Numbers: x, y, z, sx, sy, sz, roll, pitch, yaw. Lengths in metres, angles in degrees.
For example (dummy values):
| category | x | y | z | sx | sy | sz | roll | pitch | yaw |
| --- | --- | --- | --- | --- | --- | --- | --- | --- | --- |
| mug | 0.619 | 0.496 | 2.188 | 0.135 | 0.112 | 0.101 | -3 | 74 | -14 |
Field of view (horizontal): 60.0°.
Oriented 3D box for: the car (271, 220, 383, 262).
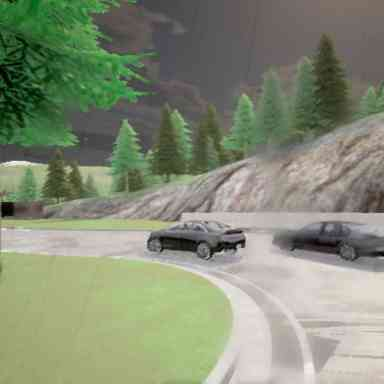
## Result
| category | x | y | z | sx | sy | sz | roll | pitch | yaw |
| --- | --- | --- | --- | --- | --- | --- | --- | --- | --- |
| car | 5.696 | 1.871 | 13.559 | 2.033 | 1.411 | 5.357 | 0 | -2 | -30 |

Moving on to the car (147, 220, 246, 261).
| category | x | y | z | sx | sy | sz | roll | pitch | yaw |
| --- | --- | --- | --- | --- | --- | --- | --- | --- | --- |
| car | 0.033 | 1.983 | 14.543 | 4.902 | 1.511 | 2.128 | -3 | -3 | 43 |
